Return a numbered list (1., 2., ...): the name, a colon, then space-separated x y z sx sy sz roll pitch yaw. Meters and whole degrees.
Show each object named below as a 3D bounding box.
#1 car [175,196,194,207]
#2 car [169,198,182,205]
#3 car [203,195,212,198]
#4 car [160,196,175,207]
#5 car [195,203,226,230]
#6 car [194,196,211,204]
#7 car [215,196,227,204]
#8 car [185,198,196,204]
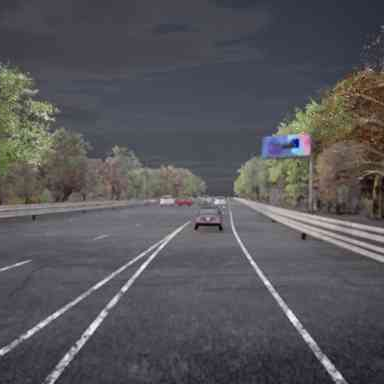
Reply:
1. car: -1.375 1.826 65.771 2.150 2.045 5.566 0 -1 6
2. car: -3.738 2.064 76.477 2.128 1.511 4.902 0 -1 6
3. car: 3.226 1.776 75.757 2.150 2.045 5.566 0 -1 6
4. car: -4.855 1.820 66.148 2.150 2.045 5.566 0 -1 6
5. car: 1.231 1.758 23.140 2.033 1.411 5.357 0 -1 5
6. car: 2.101 2.102 65.362 2.128 1.511 4.902 0 -1 6
7. car: 5.583 1.838 65.018 2.150 2.045 5.566 0 -1 6
8. car: -0.255 2.140 76.129 1.895 1.301 4.718 0 -1 6
